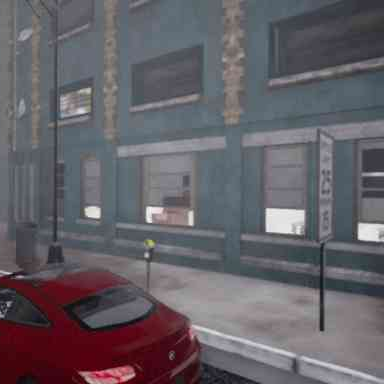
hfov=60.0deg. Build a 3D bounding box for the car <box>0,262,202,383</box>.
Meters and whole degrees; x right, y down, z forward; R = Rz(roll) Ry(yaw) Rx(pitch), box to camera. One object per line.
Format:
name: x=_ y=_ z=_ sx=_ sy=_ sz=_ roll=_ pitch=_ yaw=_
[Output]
car: x=-1.839 y=1.580 z=4.178 sx=4.206 sy=1.307 sz=1.802 roll=0 pitch=0 yaw=36
